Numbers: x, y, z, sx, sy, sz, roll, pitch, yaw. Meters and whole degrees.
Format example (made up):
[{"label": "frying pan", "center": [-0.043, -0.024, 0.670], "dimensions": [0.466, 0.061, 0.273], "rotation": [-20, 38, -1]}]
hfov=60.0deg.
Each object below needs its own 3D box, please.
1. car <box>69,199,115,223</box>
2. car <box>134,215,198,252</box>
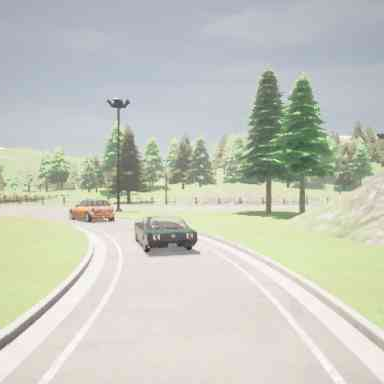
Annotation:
[{"label": "car", "center": [-7.928, 1.363, 26.088], "dimensions": [2.097, 1.767, 4.553], "rotation": [0, 0, -41]}, {"label": "car", "center": [-1.294, 1.613, 13.921], "dimensions": [1.895, 1.301, 4.718], "rotation": [0, 0, -16]}]
